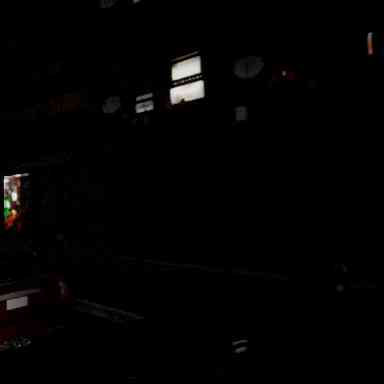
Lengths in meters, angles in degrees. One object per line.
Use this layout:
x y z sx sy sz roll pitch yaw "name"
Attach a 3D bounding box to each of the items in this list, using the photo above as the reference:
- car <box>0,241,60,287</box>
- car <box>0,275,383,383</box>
-3.871 1.507 5.509 4.097 1.590 1.967 -1 -2 35 "car"
0.631 1.553 2.293 4.507 1.381 1.887 -1 -2 35 "car"
